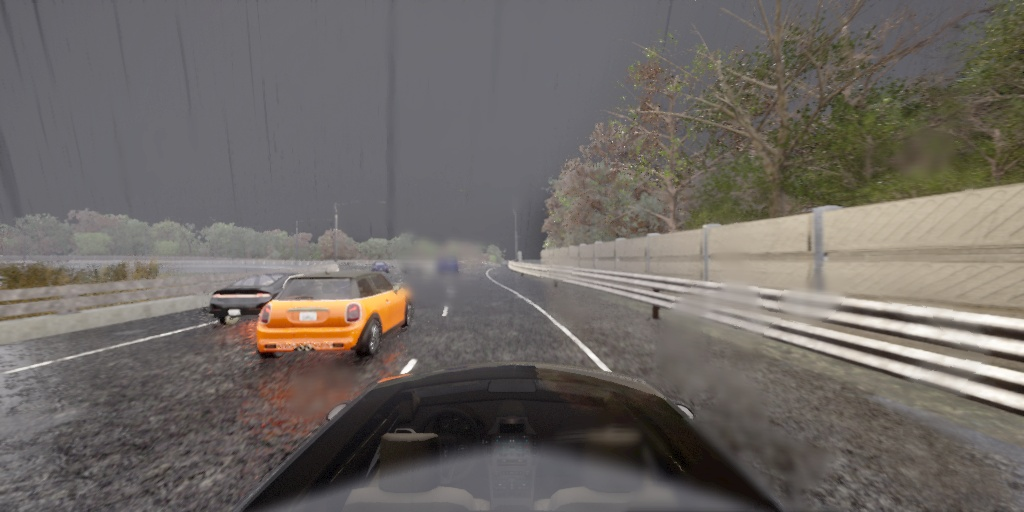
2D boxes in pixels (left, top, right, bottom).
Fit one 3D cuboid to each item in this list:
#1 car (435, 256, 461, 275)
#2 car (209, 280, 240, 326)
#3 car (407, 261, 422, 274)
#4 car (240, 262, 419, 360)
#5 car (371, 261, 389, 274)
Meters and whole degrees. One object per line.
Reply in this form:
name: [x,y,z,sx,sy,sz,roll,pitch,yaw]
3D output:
car: [-7.418,1.075,41.268,2.150,2.045,5.566,0,0,-20]
car: [-7.628,1.296,11.973,2.128,1.511,4.902,0,0,-6]
car: [-12.162,1.372,43.581,2.128,1.511,4.902,0,0,-22]
car: [-3.854,1.133,8.698,2.097,1.767,4.553,0,0,-3]
car: [-16.773,1.432,45.424,1.812,1.442,4.674,0,0,-25]
